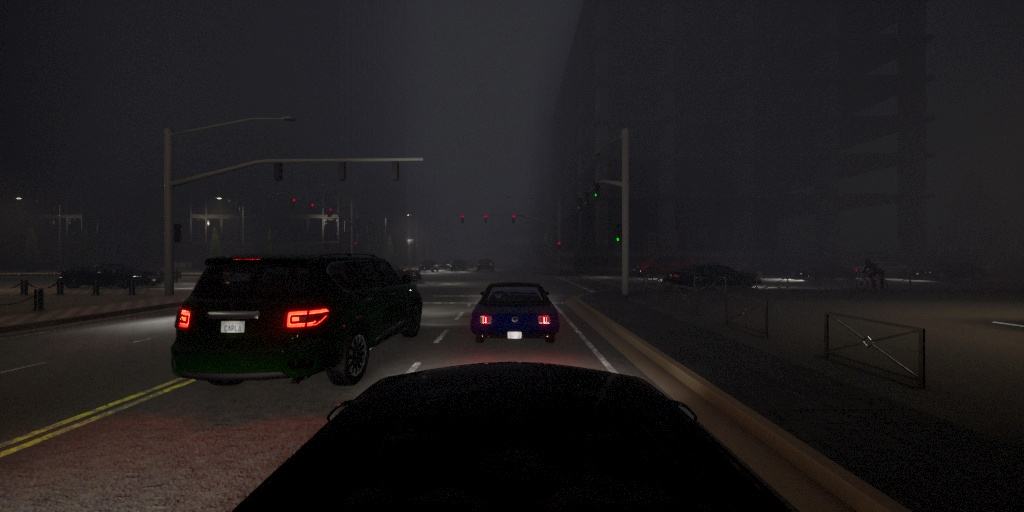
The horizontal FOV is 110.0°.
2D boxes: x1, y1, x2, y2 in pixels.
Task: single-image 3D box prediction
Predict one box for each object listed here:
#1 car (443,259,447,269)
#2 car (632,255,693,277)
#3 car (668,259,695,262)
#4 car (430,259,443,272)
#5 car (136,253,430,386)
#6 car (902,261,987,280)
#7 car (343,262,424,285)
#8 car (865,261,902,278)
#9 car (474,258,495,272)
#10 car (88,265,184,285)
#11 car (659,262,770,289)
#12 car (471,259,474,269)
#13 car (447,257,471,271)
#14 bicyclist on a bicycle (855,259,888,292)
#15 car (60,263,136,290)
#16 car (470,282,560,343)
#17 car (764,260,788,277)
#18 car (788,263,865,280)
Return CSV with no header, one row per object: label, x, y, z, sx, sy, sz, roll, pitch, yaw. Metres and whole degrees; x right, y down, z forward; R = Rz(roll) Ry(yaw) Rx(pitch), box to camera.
car,-10.619,1.241,55.250,2.128,1.511,4.902,0,0,0
car,13.918,0.917,32.766,5.566,2.045,2.150,0,0,0
car,15.637,1.220,29.250,4.674,1.442,1.812,0,0,0
car,-10.623,1.255,45.907,1.837,1.490,4.892,0,0,0
car,-3.441,0.971,7.129,2.150,2.045,5.566,0,0,0
car,35.595,1.199,29.336,4.892,1.490,1.837,0,0,0
car,-8.960,1.198,25.306,5.008,1.535,1.882,0,0,-1
car,33.642,1.220,32.831,4.674,1.442,1.812,0,0,0
car,-3.439,1.102,47.639,2.097,1.767,4.553,0,0,0
car,-26.159,1.295,25.091,4.718,1.301,1.895,0,0,0
car,12.286,1.241,22.052,5.357,1.411,2.033,0,0,0
car,-7.114,1.227,57.988,1.882,1.535,5.008,0,0,0
car,-7.123,1.255,48.531,1.837,1.490,4.892,0,0,0
bicyclist on a bicycle,18.322,0.998,18.298,0.582,1.620,1.656,0,0,0
car,-24.047,1.187,21.607,4.902,1.511,2.128,0,0,0
car,0.075,1.351,9.644,1.895,1.301,4.718,0,0,0
car,23.647,1.172,32.801,5.008,1.535,1.882,0,0,-1
car,25.601,1.258,29.310,4.181,1.385,1.994,0,0,0
